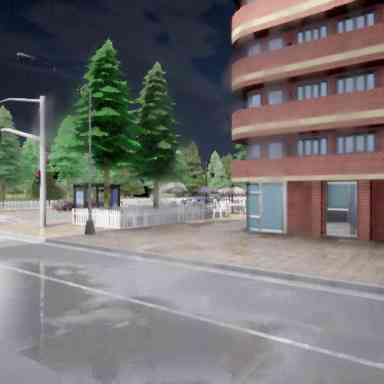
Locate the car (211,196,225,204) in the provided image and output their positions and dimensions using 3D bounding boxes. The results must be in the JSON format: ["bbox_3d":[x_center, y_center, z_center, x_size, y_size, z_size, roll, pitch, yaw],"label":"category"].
[{"bbox_3d":[4.032,1.493,60.447,4.181,1.385,1.994,0,0,-32],"label":"car"}]

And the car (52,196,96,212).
[{"bbox_3d":[-13.105,1.281,36.901,2.097,1.767,4.553,0,0,36],"label":"car"}]

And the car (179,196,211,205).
[{"bbox_3d":[0.206,1.406,53.300,5.008,1.535,1.882,0,0,-40],"label":"car"}]

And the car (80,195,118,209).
[{"bbox_3d":[-12.262,1.277,43.991,2.097,1.767,4.553,0,0,37],"label":"car"}]
